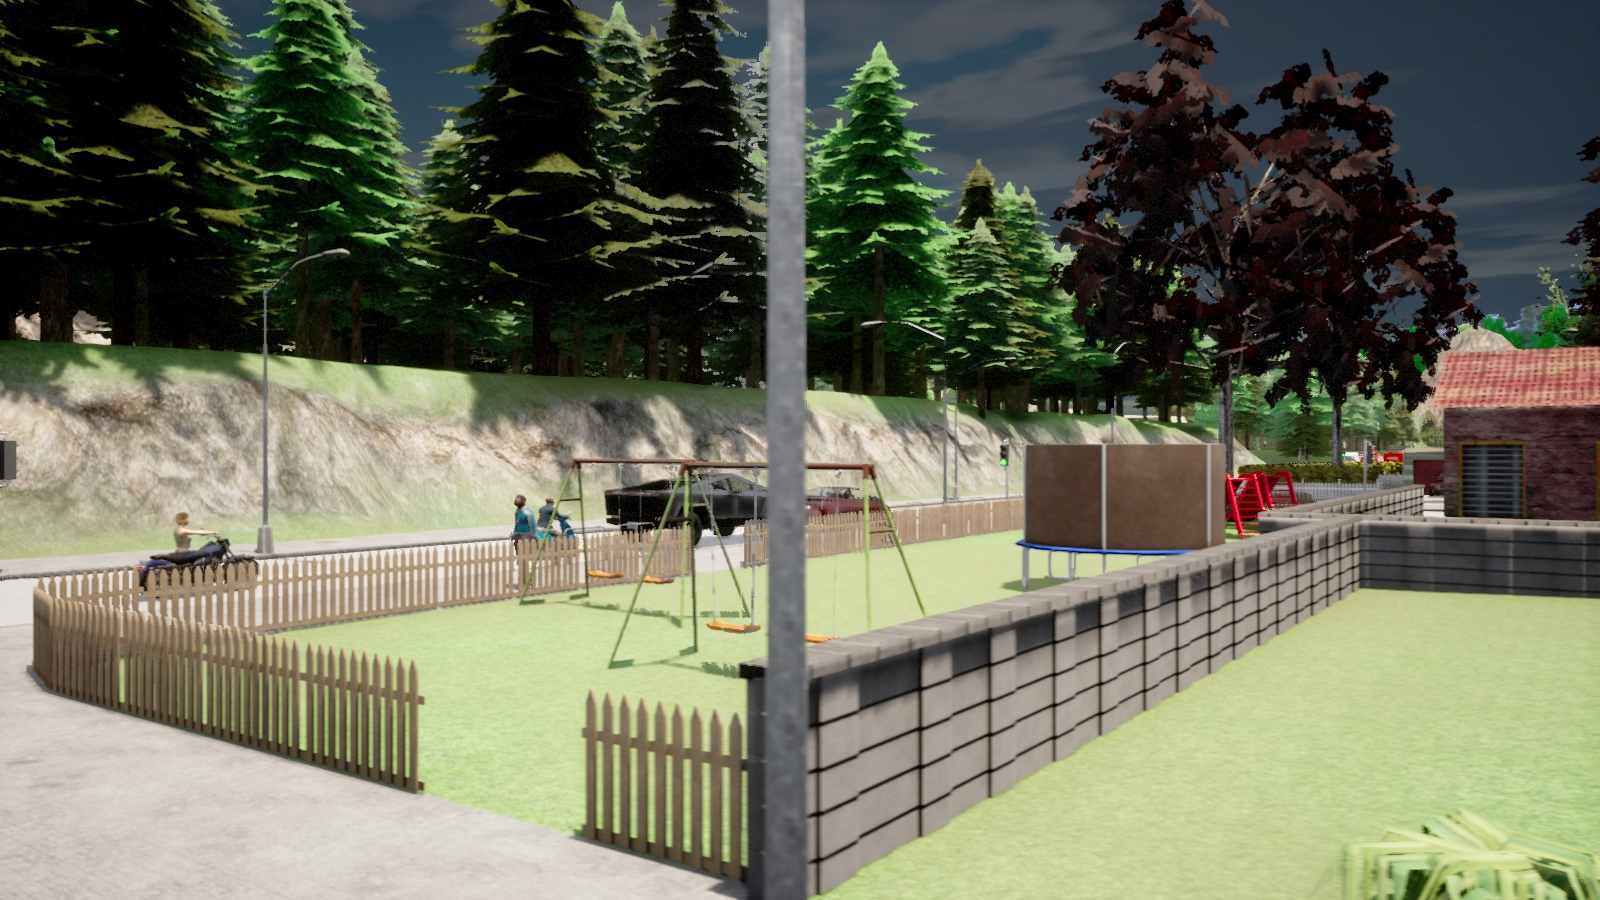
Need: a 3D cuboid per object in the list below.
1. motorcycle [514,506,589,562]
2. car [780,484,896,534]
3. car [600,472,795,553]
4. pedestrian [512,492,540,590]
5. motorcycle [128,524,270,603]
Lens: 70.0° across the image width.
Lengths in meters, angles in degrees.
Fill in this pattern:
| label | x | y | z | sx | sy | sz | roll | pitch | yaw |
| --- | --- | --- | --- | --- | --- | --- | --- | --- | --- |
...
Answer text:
| label | x | y | z | sx | sy | sz | roll | pitch | yaw |
| --- | --- | --- | --- | --- | --- | --- | --- | --- | --- |
| motorcycle | -6.445 | 2.158 | 29.717 | 0.856 | 1.316 | 1.805 | 0 | 0 | 35 |
| car | 1.432 | 2.056 | 40.880 | 2.007 | 1.525 | 4.514 | 0 | 0 | 35 |
| car | -2.948 | 1.769 | 34.600 | 2.390 | 2.098 | 6.274 | 0 | 0 | 35 |
| pedestrian | -5.344 | 1.758 | 22.260 | 0.375 | 1.860 | 0.375 | 0 | 0 | 35 |
| motorcycle | -11.650 | 2.170 | 22.225 | 0.764 | 1.307 | 2.356 | 0 | 0 | 35 |
